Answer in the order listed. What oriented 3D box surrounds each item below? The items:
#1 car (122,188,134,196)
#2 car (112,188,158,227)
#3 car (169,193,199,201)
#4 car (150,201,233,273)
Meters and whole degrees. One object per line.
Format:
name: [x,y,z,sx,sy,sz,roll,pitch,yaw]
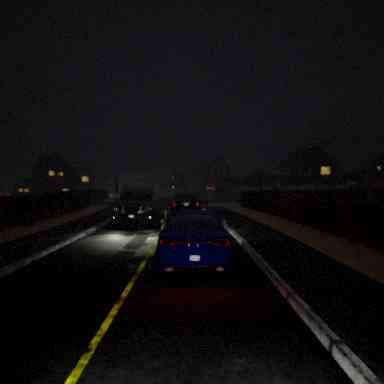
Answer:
car: [-15.238,-0.063,79.385,2.097,1.767,4.553,-1,1,-19]
car: [-3.144,0.796,19.361,2.150,2.045,5.566,0,1,-3]
car: [-0.548,0.822,24.185,2.097,1.767,4.553,0,1,-4]
car: [0.039,1.255,9.874,1.882,1.535,5.008,0,1,-1]
